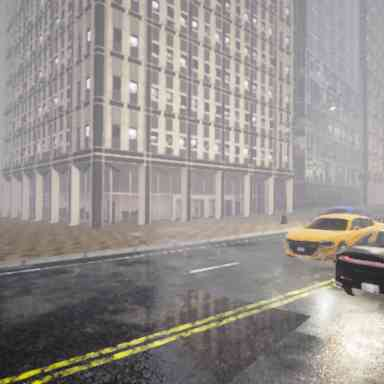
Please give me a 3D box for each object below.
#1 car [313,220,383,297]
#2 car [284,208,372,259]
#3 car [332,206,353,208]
[{"bbox_3d":[5.147,1.538,7.594,4.902,1.511,2.128,0,-1,-39],"label":"car"},{"bbox_3d":[5.394,1.564,12.254,5.008,1.535,1.882,0,-1,-40],"label":"car"},{"bbox_3d":[8.707,1.609,19.392,5.008,1.535,1.882,0,-1,-42],"label":"car"}]
